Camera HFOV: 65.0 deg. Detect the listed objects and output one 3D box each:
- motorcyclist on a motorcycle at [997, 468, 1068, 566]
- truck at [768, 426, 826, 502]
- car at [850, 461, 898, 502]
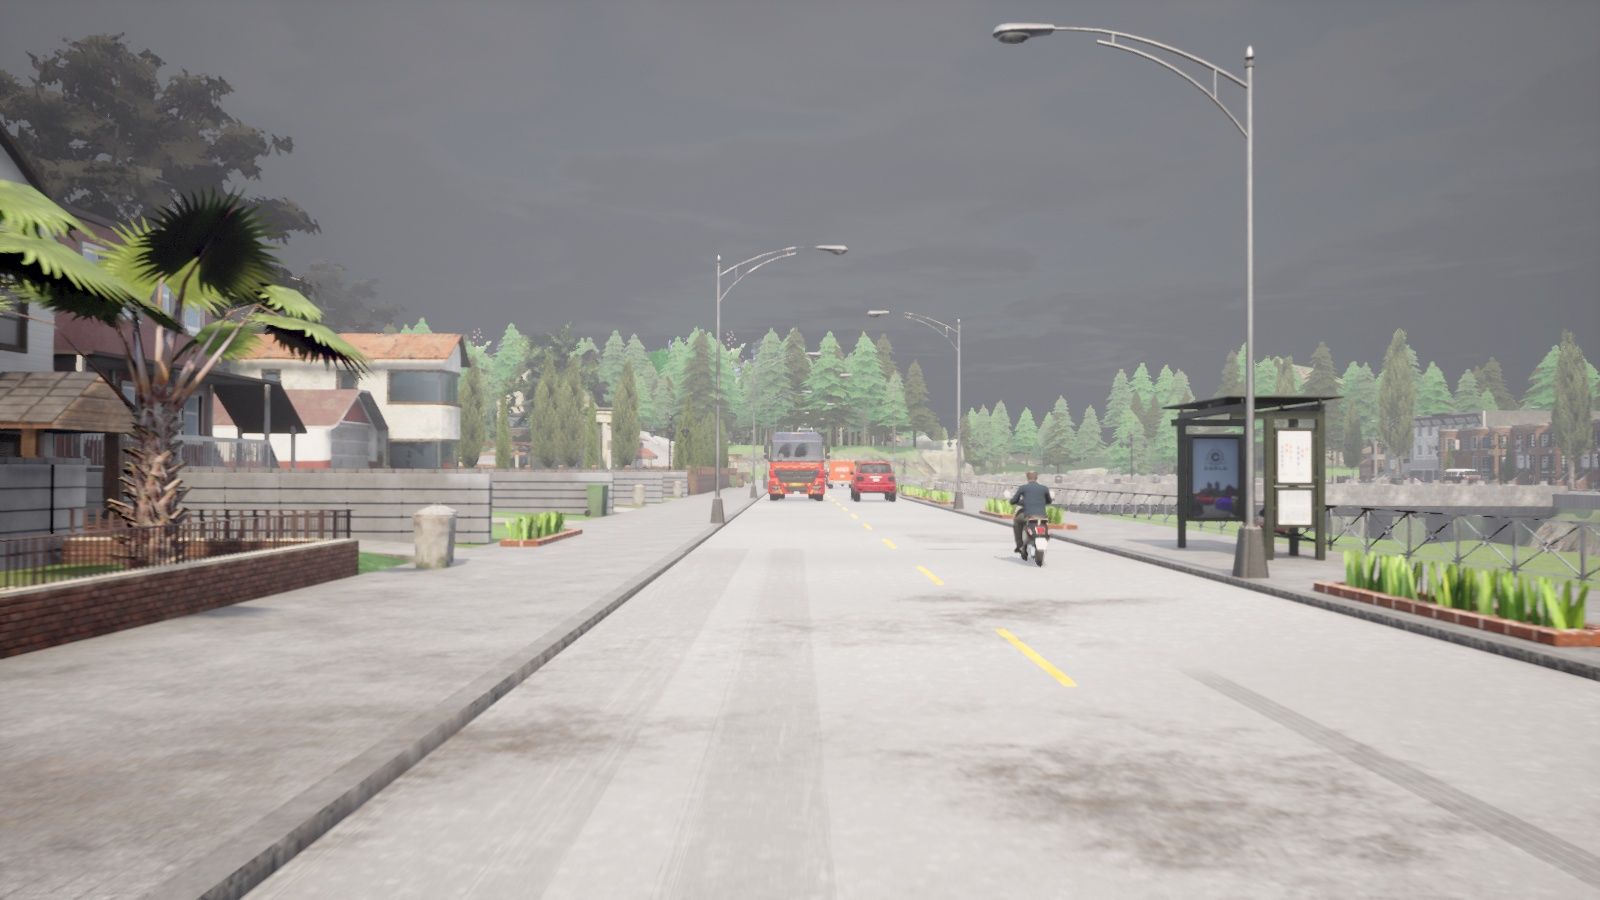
[{"bbox_3d":[3.950,1.112,21.506,0.866,1.590,1.817,0,-1,0],"label":"motorcyclist on a motorcycle"},{"bbox_3d":[-0.163,0.777,67.281,2.891,3.827,8.468,0,-1,0],"label":"truck"},{"bbox_3d":[3.844,1.627,66.227,2.150,2.045,5.566,0,-1,0],"label":"car"}]
